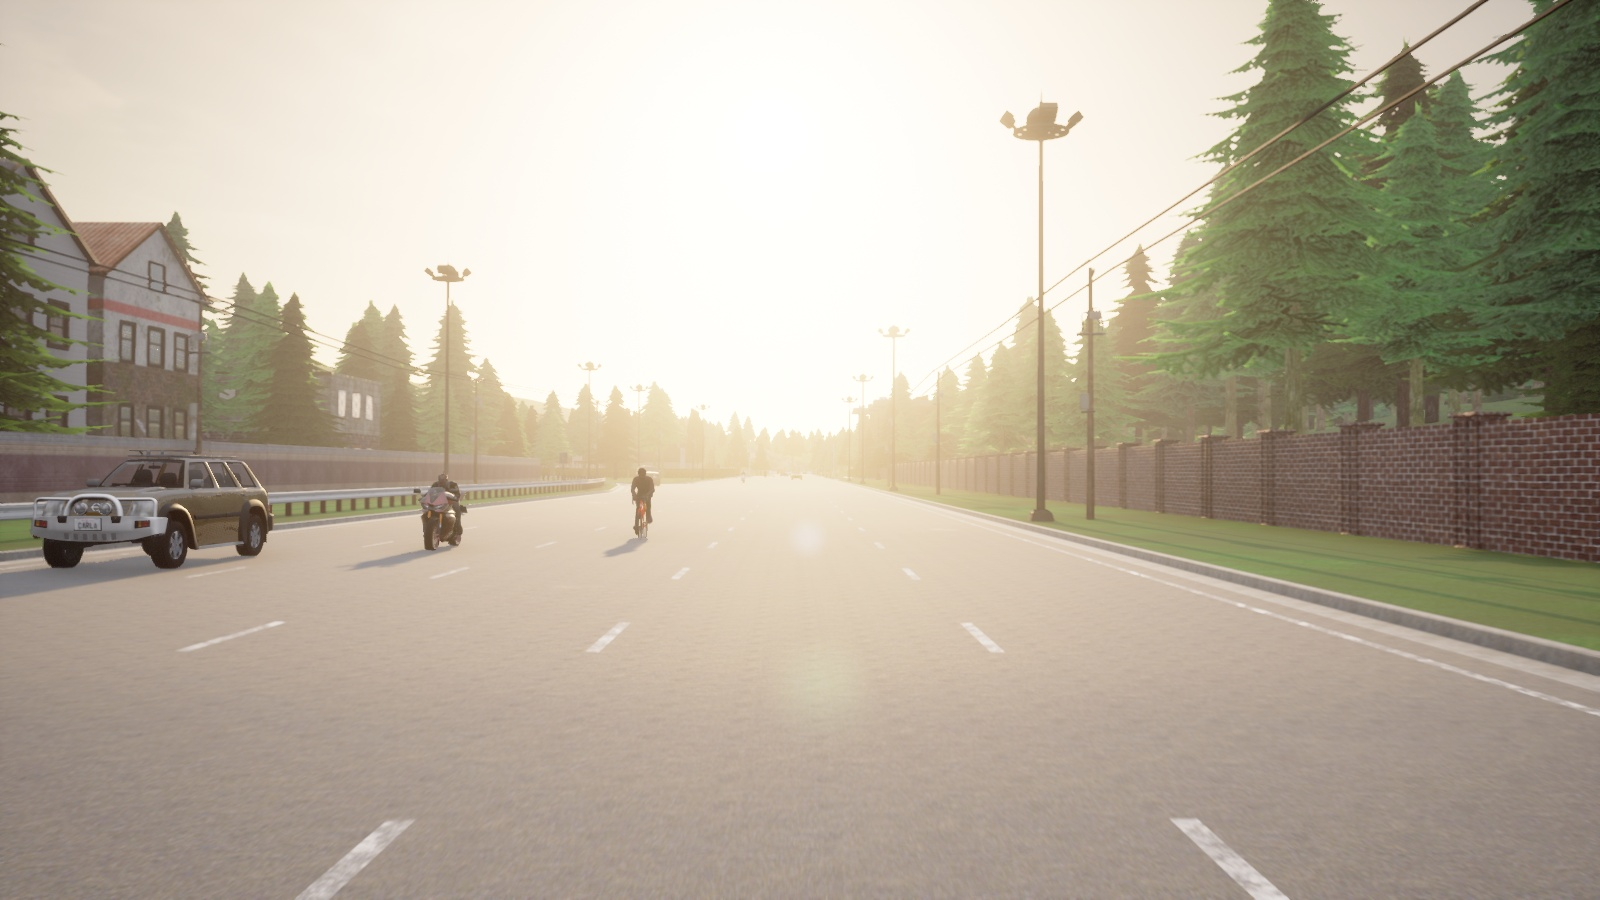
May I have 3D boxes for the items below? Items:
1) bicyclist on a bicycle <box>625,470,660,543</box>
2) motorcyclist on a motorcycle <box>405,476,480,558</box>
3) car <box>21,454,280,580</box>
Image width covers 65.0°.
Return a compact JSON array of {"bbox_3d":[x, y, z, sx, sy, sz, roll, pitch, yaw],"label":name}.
[{"bbox_3d":[-3.569,1.260,28.576,0.582,1.620,1.656,0,-1,0],"label":"bicyclist on a bicycle"},{"bbox_3d":[-7.060,1.295,24.915,0.866,1.530,2.191,0,-1,0],"label":"motorcyclist on a motorcycle"},{"bbox_3d":[-10.551,1.023,20.865,1.932,1.855,4.605,0,-1,0],"label":"car"}]
